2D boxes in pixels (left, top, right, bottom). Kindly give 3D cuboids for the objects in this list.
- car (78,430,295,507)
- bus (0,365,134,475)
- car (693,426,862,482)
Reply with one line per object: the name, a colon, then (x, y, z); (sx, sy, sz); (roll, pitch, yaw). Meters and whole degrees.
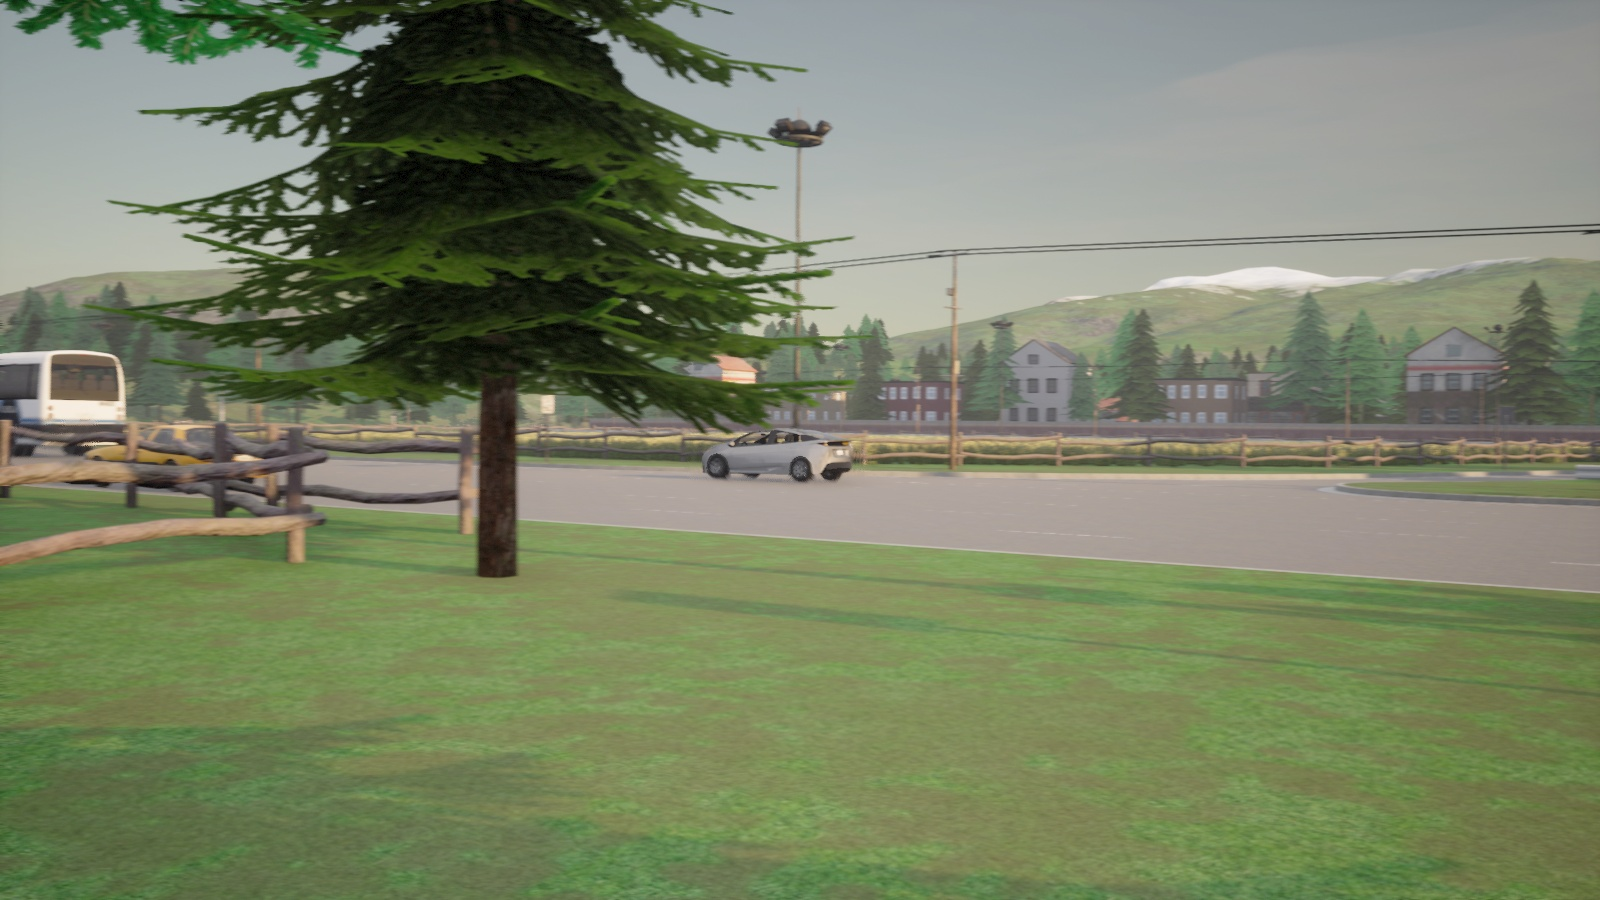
car: (-13.748, 0.371, 28.002); (5.366, 1.575, 1.801); (0, 1, 33)
bus: (-32.791, -1.196, 52.690); (10.273, 4.253, 3.944); (0, 1, 33)
car: (-0.681, 0.099, 36.242); (4.514, 1.525, 2.007); (0, 1, 33)
